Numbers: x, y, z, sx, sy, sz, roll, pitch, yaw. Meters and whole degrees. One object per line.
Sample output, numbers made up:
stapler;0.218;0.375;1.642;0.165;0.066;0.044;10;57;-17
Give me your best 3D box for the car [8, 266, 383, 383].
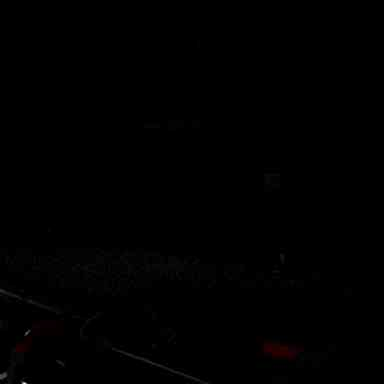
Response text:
car;0.102;1.442;3.006;4.097;1.590;1.967;0;0;36
